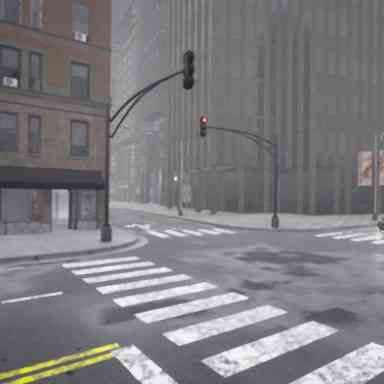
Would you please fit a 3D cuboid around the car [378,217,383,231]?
[{"bbox_3d":[13.955,1.773,21.620,4.674,1.442,1.812,1,0,-36],"label":"car"}]
